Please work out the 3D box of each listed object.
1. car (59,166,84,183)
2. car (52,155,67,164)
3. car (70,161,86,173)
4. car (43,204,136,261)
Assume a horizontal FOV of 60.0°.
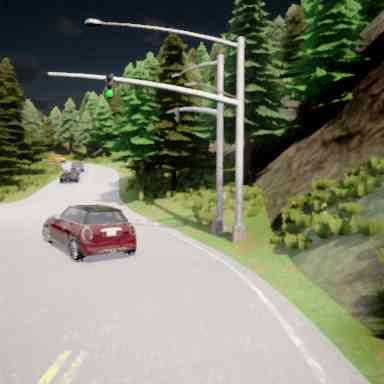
[{"bbox_3d":[-13.936,-1.852,38.203,1.994,1.385,4.181,-1,9,-12],"label":"car"},{"bbox_3d":[-25.372,-6.232,62.749,5.008,1.535,1.882,11,10,42],"label":"car"},{"bbox_3d":[-16.664,-3.668,48.754,2.128,1.511,4.902,-2,10,-18],"label":"car"},{"bbox_3d":[-3.948,1.221,12.474,2.097,1.767,4.553,0,4,-39],"label":"car"}]
